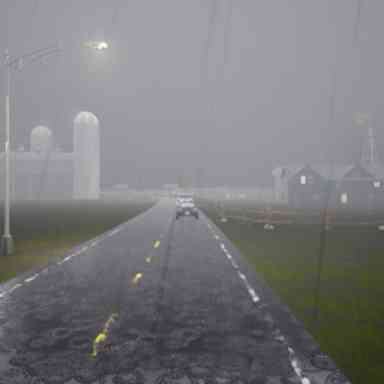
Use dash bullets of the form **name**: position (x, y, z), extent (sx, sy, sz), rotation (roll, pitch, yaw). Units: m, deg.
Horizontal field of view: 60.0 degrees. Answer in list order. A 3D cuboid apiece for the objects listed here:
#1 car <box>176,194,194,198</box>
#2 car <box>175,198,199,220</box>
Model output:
- **car**: position (-0.976, 1.220, 44.351), extent (2.150, 2.045, 5.566), rotation (0, 0, -2)
- **car**: position (-0.421, 1.517, 28.265), extent (1.812, 1.442, 4.674), rotation (0, 0, -2)
